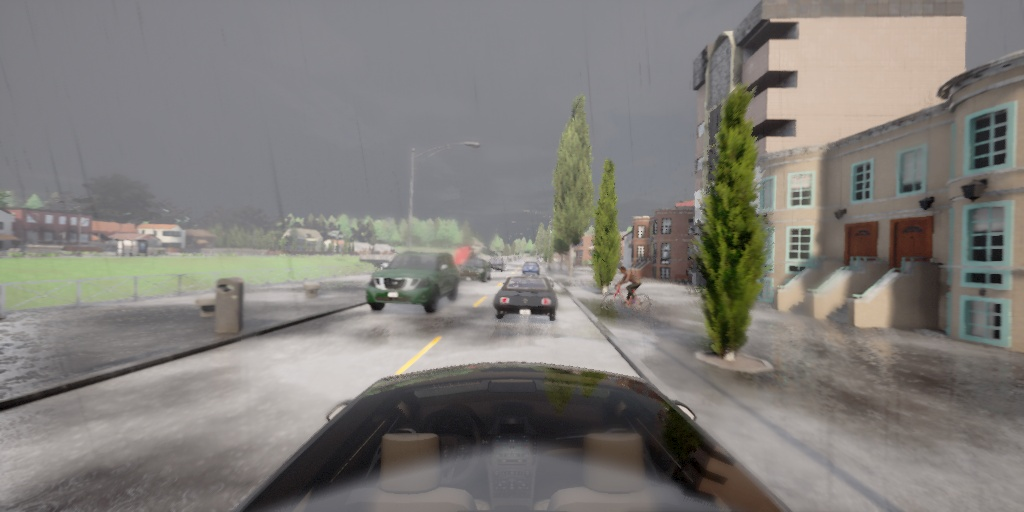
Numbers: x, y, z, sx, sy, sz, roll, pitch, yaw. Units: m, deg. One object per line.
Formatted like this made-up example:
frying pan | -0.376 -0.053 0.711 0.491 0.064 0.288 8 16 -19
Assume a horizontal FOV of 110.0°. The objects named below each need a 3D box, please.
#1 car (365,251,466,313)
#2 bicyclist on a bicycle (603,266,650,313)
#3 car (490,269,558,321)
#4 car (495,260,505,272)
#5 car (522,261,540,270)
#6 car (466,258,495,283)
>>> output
car | -3.513 0.846 13.861 2.150 2.045 5.566 2 0 3
bicyclist on a bicycle | 3.997 1.183 12.477 1.656 1.620 0.582 1 0 3
car | 0.556 1.340 12.604 1.895 1.301 4.718 2 0 4
car | -1.811 1.159 42.056 2.033 1.411 5.357 2 0 3
car | 2.002 1.267 37.771 2.033 1.411 5.357 2 0 4
car | -2.785 0.967 26.501 2.097 1.767 4.553 2 0 3
